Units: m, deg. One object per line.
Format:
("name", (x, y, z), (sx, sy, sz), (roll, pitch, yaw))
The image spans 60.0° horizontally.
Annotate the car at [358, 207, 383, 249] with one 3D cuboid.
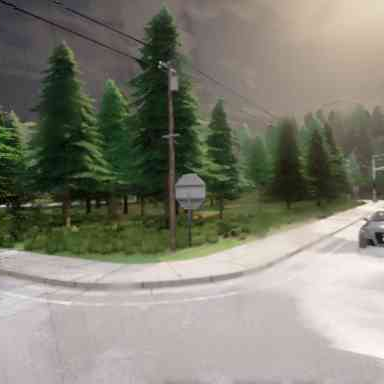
("car", (7.930, 1.451, 13.261), (1.994, 1.385, 4.181), (-1, 0, 34))
